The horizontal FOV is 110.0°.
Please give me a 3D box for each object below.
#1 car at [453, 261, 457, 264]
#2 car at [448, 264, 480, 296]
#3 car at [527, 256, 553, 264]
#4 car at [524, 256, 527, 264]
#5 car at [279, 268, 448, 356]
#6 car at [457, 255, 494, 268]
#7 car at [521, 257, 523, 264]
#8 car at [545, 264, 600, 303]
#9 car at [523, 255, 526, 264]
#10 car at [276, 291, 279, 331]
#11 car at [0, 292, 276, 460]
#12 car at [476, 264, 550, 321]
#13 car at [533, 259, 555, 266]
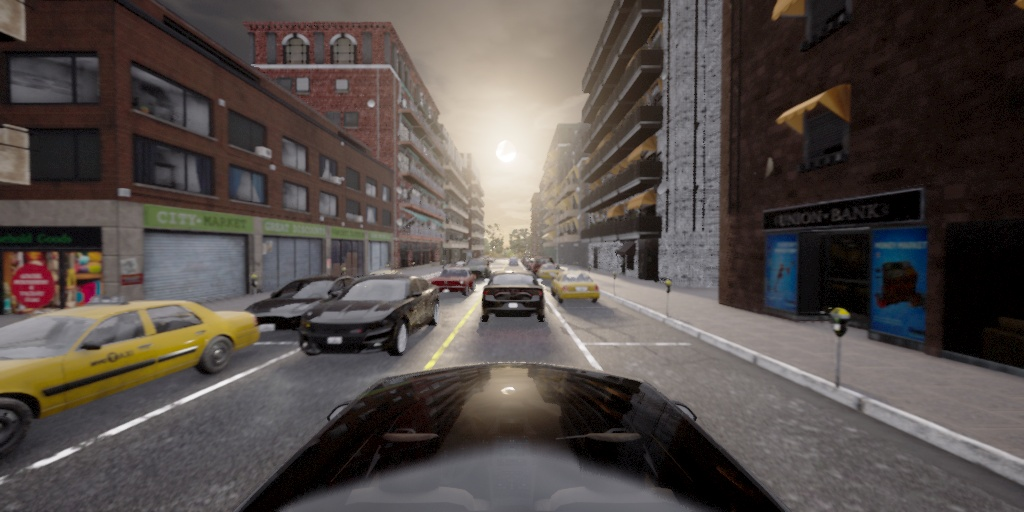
[{"bbox_3d":[-5.533,1.198,38.123,1.802,1.307,4.207,0,0,0],"label":"car"},{"bbox_3d":[-3.019,1.288,18.702,1.895,1.301,4.718,0,0,0],"label":"car"},{"bbox_3d":[2.828,0.960,32.608,2.192,1.841,5.009,0,0,0],"label":"car"},{"bbox_3d":[2.873,1.047,43.655,1.967,1.591,4.097,0,0,0],"label":"car"},{"bbox_3d":[-3.073,1.199,8.773,1.882,1.535,5.008,0,0,1],"label":"car"},{"bbox_3d":[-2.884,1.000,29.299,2.097,1.767,4.553,0,0,0],"label":"car"},{"bbox_3d":[2.948,1.101,60.228,2.007,1.370,4.403,0,0,0],"label":"car"},{"bbox_3d":[2.715,1.228,16.205,1.751,1.417,4.829,0,0,0],"label":"car"},{"bbox_3d":[2.898,1.028,49.181,1.967,1.591,4.097,0,0,0],"label":"car"},{"bbox_3d":[-5.659,1.278,10.503,1.948,1.339,4.313,0,0,0],"label":"car"},{"bbox_3d":[-5.684,1.257,4.808,1.751,1.417,4.829,0,0,0],"label":"car"},{"bbox_3d":[0.041,1.199,12.280,1.882,1.535,5.008,0,0,0],"label":"car"},{"bbox_3d":[2.809,1.190,27.254,1.751,1.417,4.829,0,0,0],"label":"car"}]
